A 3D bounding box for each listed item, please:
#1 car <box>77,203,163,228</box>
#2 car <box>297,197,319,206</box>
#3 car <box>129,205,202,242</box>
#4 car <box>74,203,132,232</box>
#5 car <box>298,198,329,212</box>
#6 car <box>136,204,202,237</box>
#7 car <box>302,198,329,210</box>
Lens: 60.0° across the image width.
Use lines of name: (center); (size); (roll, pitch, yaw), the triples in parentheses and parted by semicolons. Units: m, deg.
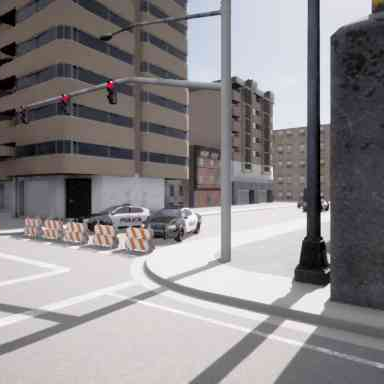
car: (-4.122, 1.295, 19.276); (4.536, 1.218, 1.853); (0, 0, -29)
car: (16.529, 1.295, 47.308); (1.853, 1.218, 4.536); (0, 0, 36)
car: (-0.974, 1.453, 16.566); (2.038, 1.542, 4.974); (0, 0, 16)
car: (-4.167, 1.453, 19.250); (4.974, 1.542, 2.038); (0, 0, -29)
car: (14.294, 1.453, 38.347); (2.038, 1.542, 4.974); (0, 0, 36)
car: (-0.960, 1.295, 16.616); (1.853, 1.218, 4.536); (0, 0, 16)
car: (14.324, 1.295, 38.389); (1.853, 1.218, 4.536); (0, 0, 36)
